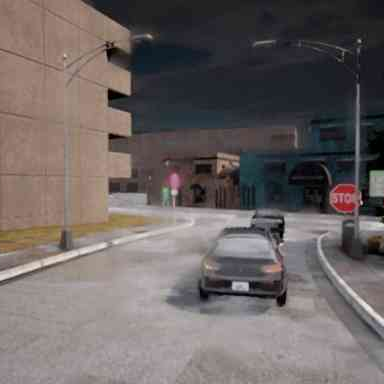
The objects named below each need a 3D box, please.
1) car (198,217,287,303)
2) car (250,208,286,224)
[{"bbox_3d":[1.326,1.596,8.390,1.812,1.442,4.674,0,-1,11],"label":"car"},{"bbox_3d":[4.467,1.691,19.630,2.128,1.511,4.902,1,0,14],"label":"car"}]
